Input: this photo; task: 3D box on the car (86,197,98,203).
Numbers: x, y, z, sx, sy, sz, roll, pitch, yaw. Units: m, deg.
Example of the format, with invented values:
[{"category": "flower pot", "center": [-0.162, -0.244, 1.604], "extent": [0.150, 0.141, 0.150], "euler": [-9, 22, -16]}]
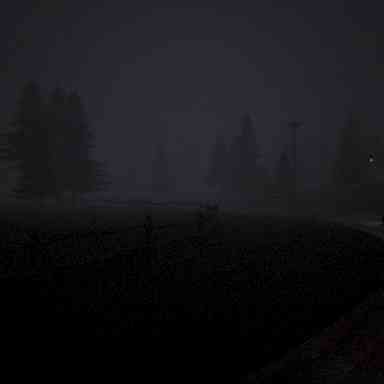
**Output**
[{"category": "car", "center": [-22.711, 1.616, 73.265], "extent": [1.994, 1.385, 4.181], "euler": [0, 0, -45]}]

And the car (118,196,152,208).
[{"category": "car", "center": [-8.362, 1.528, 49.137], "extent": [2.128, 1.511, 4.902], "euler": [0, 0, -45]}]

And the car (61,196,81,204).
[{"category": "car", "center": [-24.241, 1.411, 65.030], "extent": [2.097, 1.767, 4.553], "euler": [0, 0, -45]}]

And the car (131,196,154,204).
[{"category": "car", "center": [-9.876, 1.524, 65.509], "extent": [1.882, 1.535, 5.008], "euler": [0, 0, -45]}]

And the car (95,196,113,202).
[{"category": "car", "center": [-20.062, 1.615, 75.563], "extent": [1.994, 1.385, 4.181], "euler": [0, 0, -45]}]

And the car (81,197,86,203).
[{"category": "car", "center": [-25.183, 1.419, 70.795], "extent": [2.097, 1.767, 4.553], "euler": [0, 0, -45]}]

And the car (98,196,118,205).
[{"category": "car", "center": [-14.468, 1.550, 60.201], "extent": [1.837, 1.490, 4.892], "euler": [0, -1, -45]}]

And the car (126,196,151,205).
[{"category": "car", "center": [-9.835, 1.521, 60.517], "extent": [1.882, 1.535, 5.008], "euler": [0, 0, -45]}]

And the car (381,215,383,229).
[{"category": "car", "center": [12.018, 1.599, 18.132], "extent": [1.895, 1.301, 4.718], "euler": [0, 0, 12]}]
